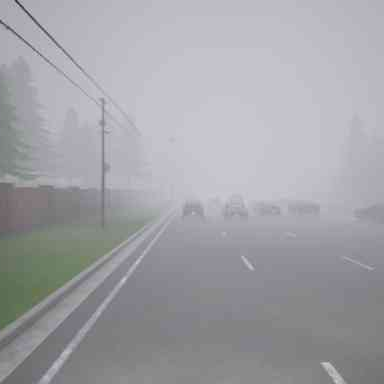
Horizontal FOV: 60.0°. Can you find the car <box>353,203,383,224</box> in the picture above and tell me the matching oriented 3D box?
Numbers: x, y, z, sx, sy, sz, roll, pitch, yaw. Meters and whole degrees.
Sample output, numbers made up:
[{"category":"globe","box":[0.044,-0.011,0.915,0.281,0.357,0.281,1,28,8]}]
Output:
[{"category":"car","box":[14.107,1.557,24.743,2.033,1.411,5.357,0,0,0]}]

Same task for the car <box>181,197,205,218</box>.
[{"category":"car","box":[0.109,1.517,30.282,1.837,1.490,4.892,0,0,0]}]

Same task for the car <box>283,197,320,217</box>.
[{"category":"car","box":[10.609,1.490,31.887,1.882,1.535,5.008,0,0,0]}]

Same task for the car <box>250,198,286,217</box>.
[{"category":"car","box":[7.096,1.538,31.454,1.812,1.442,4.674,0,0,0]}]

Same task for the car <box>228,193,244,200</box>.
[{"category":"car","box":[7.076,1.245,54.037,2.150,2.045,5.566,0,0,0]}]

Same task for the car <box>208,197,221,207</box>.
[{"category":"car","box":[3.565,1.527,52.561,1.837,1.490,4.892,0,0,1]}]

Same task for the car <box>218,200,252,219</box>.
[{"category":"car","box":[3.610,1.612,28.938,1.895,1.301,4.718,0,0,0]}]
